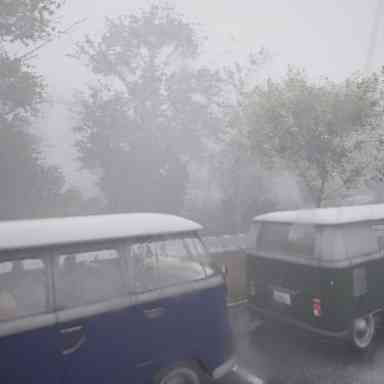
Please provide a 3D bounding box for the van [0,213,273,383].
[{"bbox_3d":[-1.529,1.247,3.017,4.442,1.987,1.878,-1,-1,-36],"label":"van"}]

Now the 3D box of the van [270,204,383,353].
[{"bbox_3d":[3.108,1.254,6.120,4.442,1.987,1.878,-1,-1,-34],"label":"van"}]
